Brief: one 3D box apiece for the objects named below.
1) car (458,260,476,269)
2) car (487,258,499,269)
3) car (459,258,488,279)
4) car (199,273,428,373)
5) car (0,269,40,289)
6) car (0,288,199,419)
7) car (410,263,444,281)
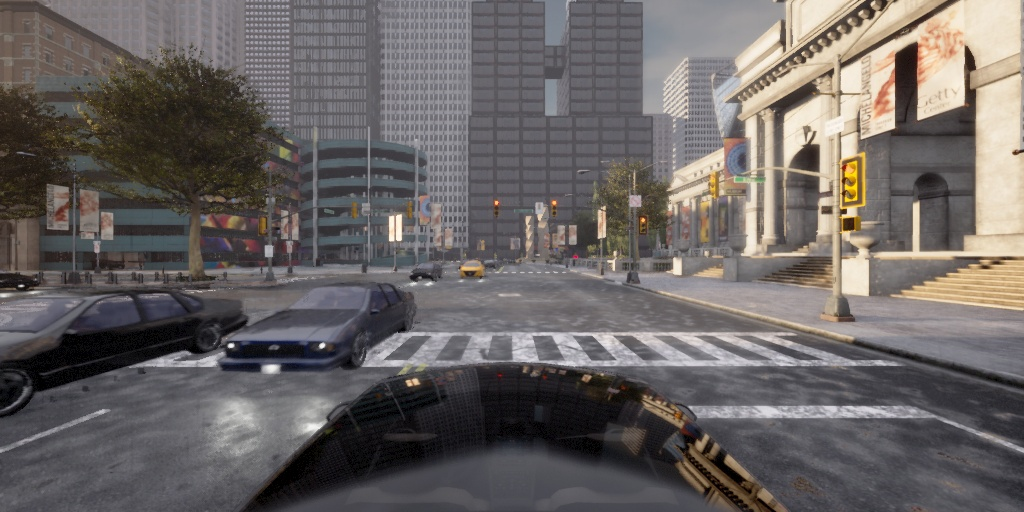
[{"bbox_3d":[-6.990,1.297,56.082,2.033,1.411,5.357,0,0,0],"label":"car"},{"bbox_3d":[-3.494,1.228,56.224,1.882,1.535,5.008,0,0,0],"label":"car"},{"bbox_3d":[-3.538,1.227,32.729,1.882,1.535,5.008,0,0,0],"label":"car"},{"bbox_3d":[-3.589,1.297,8.008,2.033,1.411,5.357,0,0,0],"label":"car"},{"bbox_3d":[-30.245,1.297,20.156,5.357,1.411,2.033,0,0,0],"label":"car"},{"bbox_3d":[-7.091,1.297,6.018,2.033,1.411,5.357,0,0,0],"label":"car"},{"bbox_3d":[-7.043,1.298,30.153,2.033,1.411,5.357,0,0,0],"label":"car"}]
